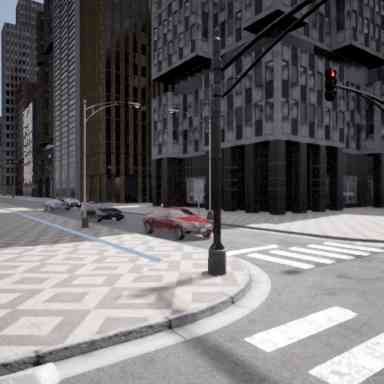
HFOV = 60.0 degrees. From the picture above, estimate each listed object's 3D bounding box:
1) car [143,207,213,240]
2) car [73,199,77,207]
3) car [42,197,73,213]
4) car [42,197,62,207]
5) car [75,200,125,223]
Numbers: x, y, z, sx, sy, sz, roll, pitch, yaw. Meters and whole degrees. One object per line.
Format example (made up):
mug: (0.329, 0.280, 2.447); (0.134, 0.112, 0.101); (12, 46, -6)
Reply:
car: (-0.882, 1.506, 17.200); (1.812, 1.442, 4.674); (0, 0, -37)
car: (-16.243, 1.543, 44.103); (1.895, 1.301, 4.718); (0, 0, -35)
car: (-15.134, 1.482, 37.167); (1.812, 1.442, 4.674); (0, 1, -36)
car: (-22.030, 1.500, 52.103); (1.994, 1.385, 4.181); (0, 0, -36)
car: (-7.120, 1.516, 25.928); (2.033, 1.411, 5.357); (0, 0, -36)
